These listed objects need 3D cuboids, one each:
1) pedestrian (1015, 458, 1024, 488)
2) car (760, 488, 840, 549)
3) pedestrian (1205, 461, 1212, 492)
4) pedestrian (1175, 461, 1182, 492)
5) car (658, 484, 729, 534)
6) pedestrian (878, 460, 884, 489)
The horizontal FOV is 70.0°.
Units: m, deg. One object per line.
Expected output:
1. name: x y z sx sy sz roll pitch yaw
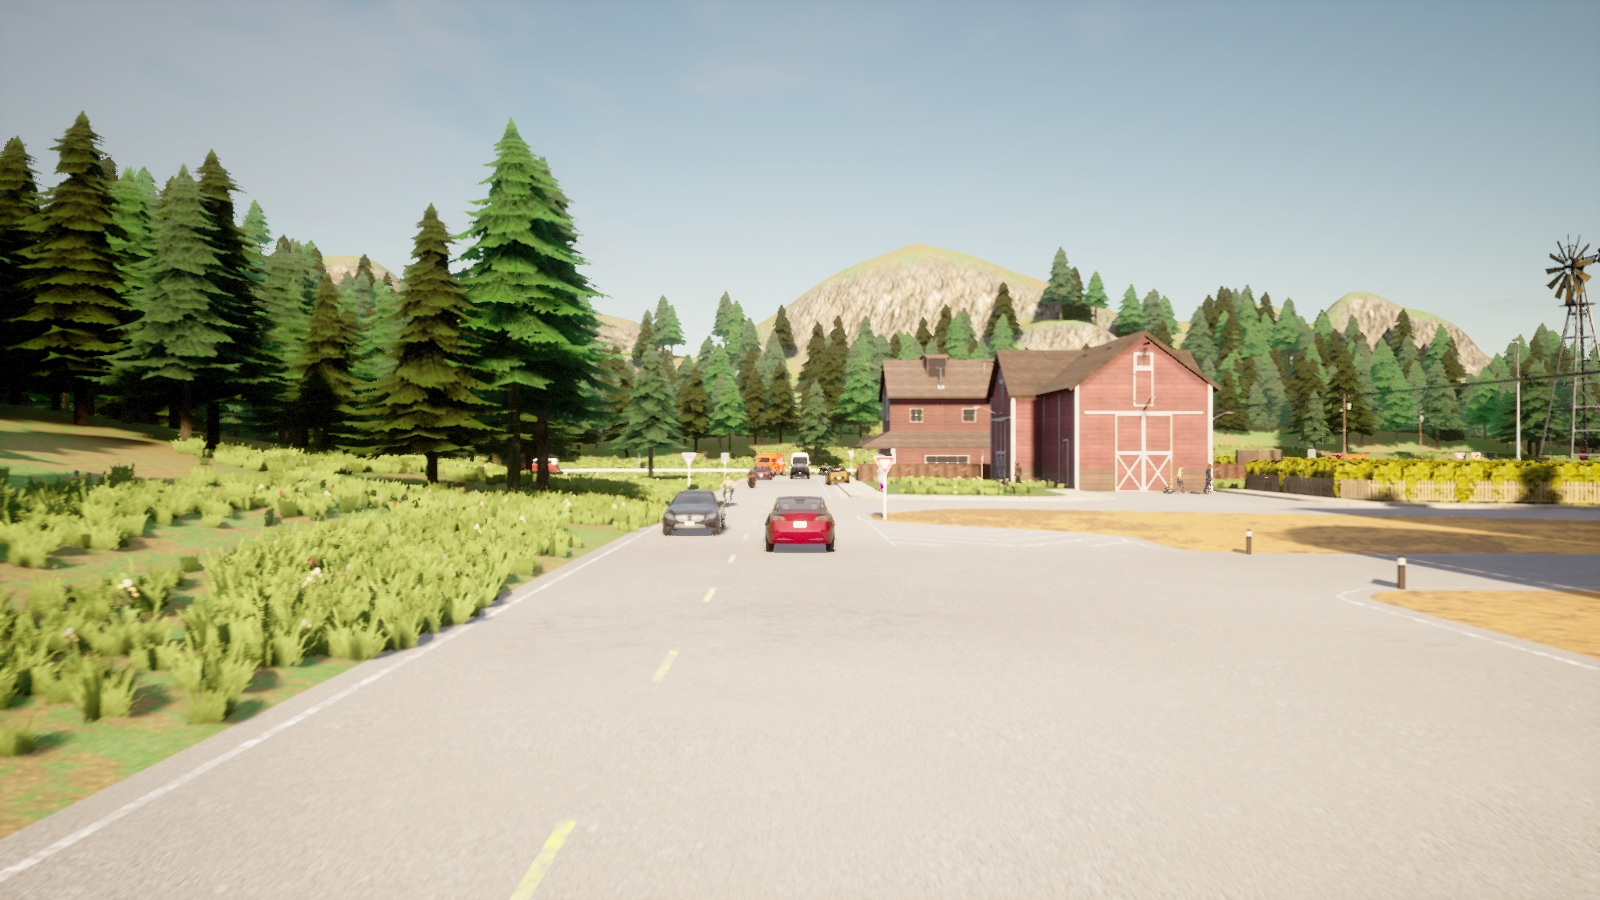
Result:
1. pedestrian: 13.949 1.468 72.635 0.375 1.860 0.375 0 0 -43
2. car: 0.001 1.923 33.302 2.163 1.488 4.792 0 0 0
3. pedestrian: 24.725 1.618 69.108 0.375 1.860 0.375 0 0 23
4. pedestrian: 23.132 1.617 69.802 0.375 1.860 0.375 0 0 22
5. car: -3.528 1.941 38.674 2.002 1.442 4.674 0 0 0
6. pedestrian: 5.176 1.554 73.019 0.375 1.860 0.375 0 0 11
